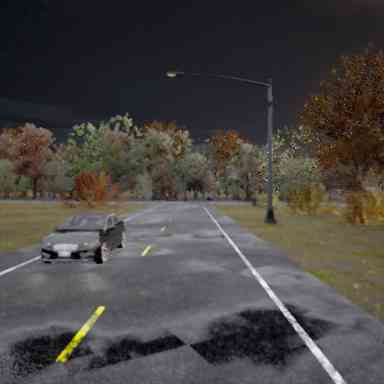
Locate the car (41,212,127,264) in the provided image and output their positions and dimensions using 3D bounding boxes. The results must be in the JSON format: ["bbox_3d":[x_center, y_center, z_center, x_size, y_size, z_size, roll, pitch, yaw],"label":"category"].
[{"bbox_3d":[-3.597,1.486,11.839,2.128,1.511,4.902,0,0,0],"label":"car"}]
